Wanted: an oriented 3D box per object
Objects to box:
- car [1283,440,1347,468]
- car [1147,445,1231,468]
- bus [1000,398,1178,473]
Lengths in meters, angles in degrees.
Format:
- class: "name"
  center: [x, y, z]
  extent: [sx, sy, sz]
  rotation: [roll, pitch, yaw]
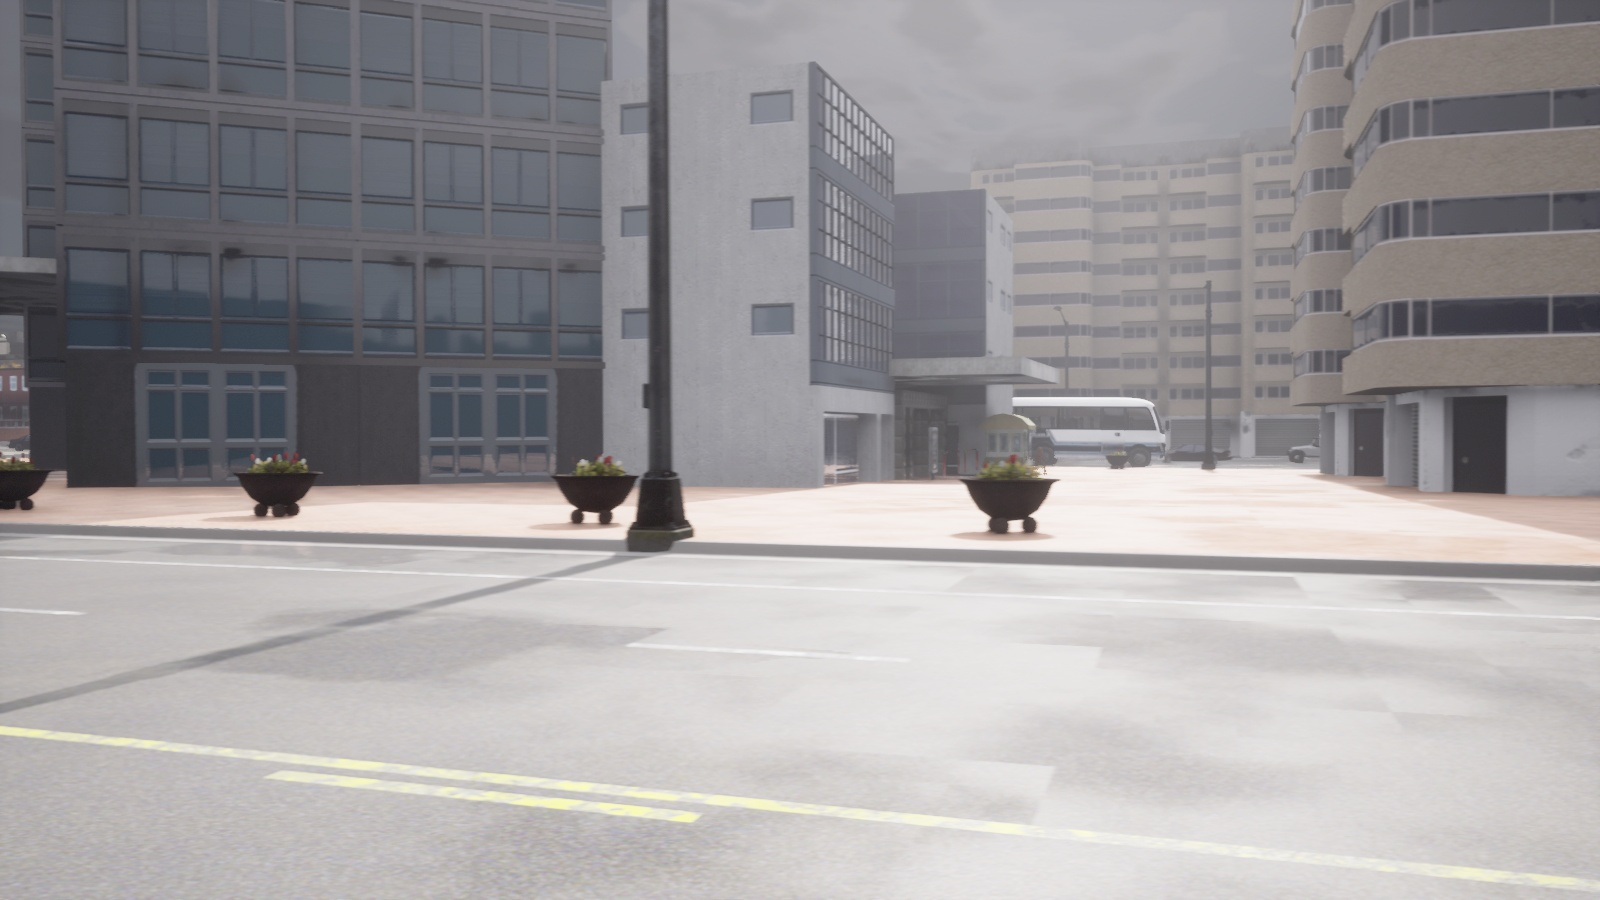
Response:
- class: "car"
  center: [35.316, 0.237, 86.243]
  extent: [3.866, 1.878, 1.905]
  rotation: [0, 1, 17]
- class: "car"
  center: [26.409, 0.444, 85.314]
  extent: [5.357, 1.411, 2.033]
  rotation: [1, 1, 17]
- class: "bus"
  center: [17.743, -0.949, 76.965]
  extent: [10.273, 4.253, 3.944]
  rotation: [1, 1, 17]
